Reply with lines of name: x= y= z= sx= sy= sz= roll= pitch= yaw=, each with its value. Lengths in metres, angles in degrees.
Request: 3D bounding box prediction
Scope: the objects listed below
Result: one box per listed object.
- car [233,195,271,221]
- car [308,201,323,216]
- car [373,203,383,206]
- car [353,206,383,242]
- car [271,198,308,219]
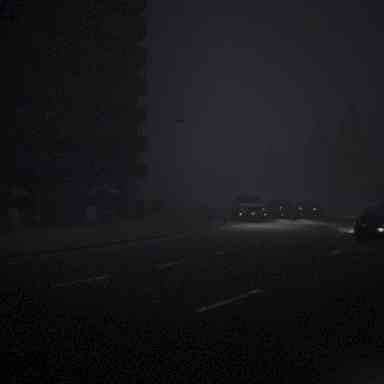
car: x=4.642 y=1.238 z=27.496 sx=2.150 sy=2.045 sz=5.566 roll=0 pitch=0 yaw=1
car: x=11.203 y=1.578 z=33.118 sx=1.994 sy=1.385 sz=4.181 roll=0 pitch=0 yaw=-7
car: x=15.062 y=1.552 z=25.785 sx=2.033 sy=1.411 sz=5.357 roll=0 pitch=0 yaw=5
car: x=8.850 y=1.568 z=15.884 sx=1.994 sy=1.385 sz=4.181 roll=0 pitch=0 yaw=25
car: x=7.912 y=1.366 z=28.812 sx=2.097 sy=1.767 sz=4.553 roll=0 pitch=0 yaw=-3
